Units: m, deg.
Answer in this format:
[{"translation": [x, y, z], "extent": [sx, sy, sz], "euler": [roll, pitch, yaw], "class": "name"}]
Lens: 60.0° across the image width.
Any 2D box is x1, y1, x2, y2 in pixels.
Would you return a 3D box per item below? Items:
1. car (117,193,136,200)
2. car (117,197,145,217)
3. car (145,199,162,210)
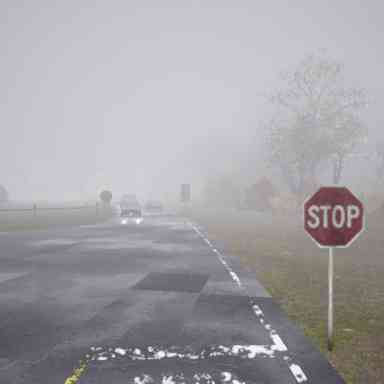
[{"translation": [-8.339, 1.205, 43.832], "extent": [2.150, 2.045, 5.566], "euler": [0, 0, -14], "class": "car"}, {"translation": [-5.807, 1.536, 31.762], "extent": [2.033, 1.411, 5.357], "euler": [0, 0, -10], "class": "car"}, {"translation": [-5.022, 1.543, 42.626], "extent": [1.994, 1.385, 4.181], "euler": [0, 0, -13], "class": "car"}]
